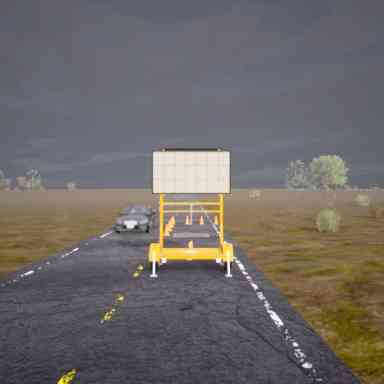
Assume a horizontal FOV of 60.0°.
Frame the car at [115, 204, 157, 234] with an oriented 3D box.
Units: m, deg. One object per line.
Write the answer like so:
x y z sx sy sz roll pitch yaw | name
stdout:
-3.137 1.491 19.360 2.128 1.511 4.902 0 0 0 | car

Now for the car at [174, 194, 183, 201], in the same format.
-3.164 1.351 80.426 2.097 1.767 4.553 0 0 0 | car

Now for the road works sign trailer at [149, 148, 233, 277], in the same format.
-0.021 0.464 10.237 2.380 3.560 2.880 0 0 0 | road works sign trailer
